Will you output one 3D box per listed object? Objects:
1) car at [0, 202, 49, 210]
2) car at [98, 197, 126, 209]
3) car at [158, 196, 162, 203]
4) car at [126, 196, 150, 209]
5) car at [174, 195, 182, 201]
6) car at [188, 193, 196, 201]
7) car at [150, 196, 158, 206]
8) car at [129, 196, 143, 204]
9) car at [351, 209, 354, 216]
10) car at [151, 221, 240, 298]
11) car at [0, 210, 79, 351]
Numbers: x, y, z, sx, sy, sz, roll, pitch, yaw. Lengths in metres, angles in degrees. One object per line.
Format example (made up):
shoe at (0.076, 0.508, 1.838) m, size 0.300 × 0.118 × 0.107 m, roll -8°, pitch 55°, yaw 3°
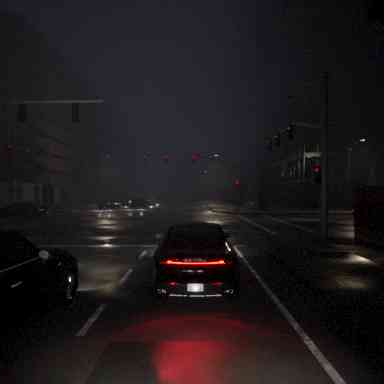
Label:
car at (-14.350, 1.561, 27.807) m, size 4.674 × 1.442 × 1.812 m, roll 0°, pitch 0°, yaw 0°
car at (-10.925, 1.547, 44.579) m, size 2.033 × 1.411 × 5.357 m, roll 0°, pitch 0°, yaw 3°
car at (-7.215, 1.491, 66.963) m, size 2.128 × 1.511 × 4.902 m, roll 0°, pitch 0°, yaw 1°
car at (-7.456, 1.505, 46.467) m, size 1.837 × 1.490 × 4.892 m, roll 0°, pitch 0°, yaw 0°
car at (-3.499, 1.553, 84.312) m, size 1.994 × 1.385 × 4.181 m, roll 0°, pitch 0°, yaw 1°
car at (0.003, 1.225, 84.536) m, size 2.150 × 2.045 × 5.566 m, roll 0°, pitch 0°, yaw 1°
car at (-7.390, 1.478, 56.536) m, size 1.882 × 1.535 × 5.008 m, roll 0°, pitch 0°, yaw 1°
car at (-10.761, 1.526, 64.596) m, size 1.812 × 1.442 × 4.674 m, roll 0°, pitch 0°, yaw 1°
car at (15.978, 1.656, 27.741) m, size 4.718 × 1.301 × 1.895 m, roll 0°, pitch 0°, yaw 0°
car at (0.082, 1.505, 8.518) m, size 1.837 × 1.490 × 4.892 m, roll 0°, pitch 0°, yaw 0°
car at (-3.445, 1.352, 5.196) m, size 2.097 × 1.767 × 4.553 m, roll 0°, pitch 0°, yaw 0°
